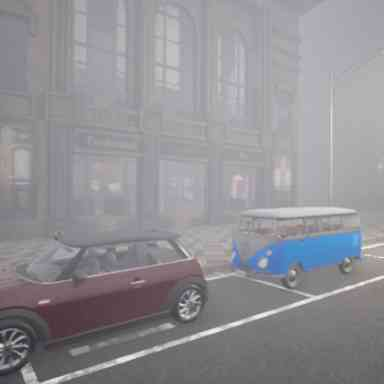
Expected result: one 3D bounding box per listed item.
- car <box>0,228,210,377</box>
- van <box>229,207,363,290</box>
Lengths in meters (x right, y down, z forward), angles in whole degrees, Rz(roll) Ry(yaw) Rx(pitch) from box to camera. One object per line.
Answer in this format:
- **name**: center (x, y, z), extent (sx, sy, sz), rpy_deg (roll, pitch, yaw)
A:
- **car**: center (-1.762, 1.433, 5.496), extent (4.097, 1.590, 1.967), rpy_deg (0, 1, -35)
- **van**: center (2.816, 1.308, 8.761), extent (3.998, 1.788, 1.690), rpy_deg (0, 1, -35)
